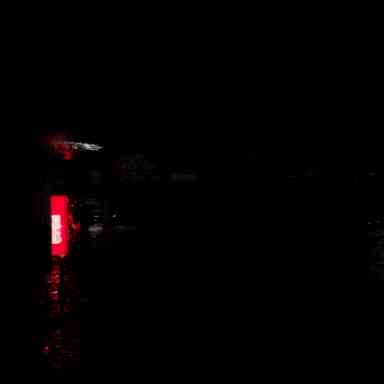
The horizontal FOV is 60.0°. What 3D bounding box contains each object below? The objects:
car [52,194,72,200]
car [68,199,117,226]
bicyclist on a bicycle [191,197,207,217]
[{"bbox_3d":[-12.816,1.183,31.576,2.150,2.045,5.566,0,0,-35],"label":"car"},{"bbox_3d":[-6.825,1.466,23.144,1.837,1.490,4.892,0,0,-35],"label":"car"},{"bbox_3d":[0.580,1.266,27.219,1.656,1.620,0.582,-1,0,-35],"label":"bicyclist on a bicycle"}]
